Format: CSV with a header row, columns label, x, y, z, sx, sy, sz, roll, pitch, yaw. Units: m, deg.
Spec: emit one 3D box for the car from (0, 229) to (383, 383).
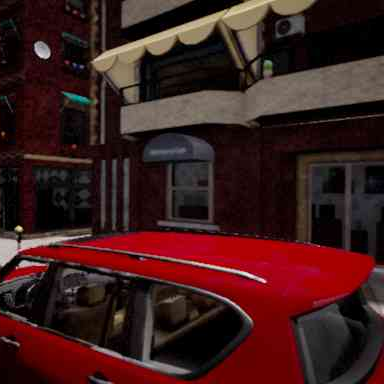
label,x,y,z,sx,sy,sz,roll,pitch,yaw
car,-0.735,1.316,3.231,5.009,1.841,2.192,0,1,36
